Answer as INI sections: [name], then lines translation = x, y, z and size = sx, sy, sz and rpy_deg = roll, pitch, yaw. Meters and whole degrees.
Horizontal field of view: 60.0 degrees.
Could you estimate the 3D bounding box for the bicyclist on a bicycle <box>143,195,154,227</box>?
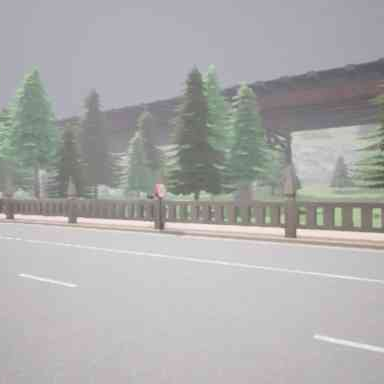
[bicyclist on a bicycle]
translation = -2.050, 0.977, 17.575
size = 0.582, 1.620, 1.656
rpy_deg = 0, 1, 31
